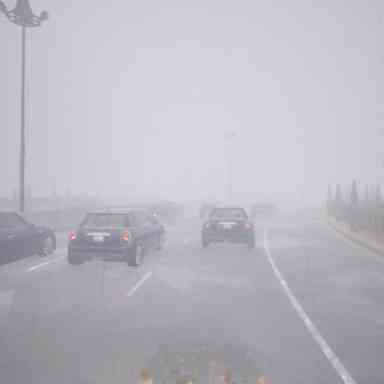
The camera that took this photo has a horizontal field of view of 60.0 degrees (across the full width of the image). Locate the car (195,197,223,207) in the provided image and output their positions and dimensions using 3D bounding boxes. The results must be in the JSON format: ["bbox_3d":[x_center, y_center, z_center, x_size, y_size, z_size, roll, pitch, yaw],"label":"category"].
[{"bbox_3d":[2.760,1.618,53.920,2.033,1.411,5.357,0,0,34],"label":"car"}]

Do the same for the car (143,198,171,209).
[{"bbox_3d":[-4.972,1.607,47.797,1.994,1.385,4.181,0,0,29],"label":"car"}]

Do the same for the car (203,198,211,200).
[{"bbox_3d":[2.082,1.503,29.147,1.837,1.490,4.892,0,0,20],"label":"car"}]

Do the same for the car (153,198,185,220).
[{"bbox_3d":[-2.095,1.498,27.779,1.837,1.490,4.892,0,0,18],"label":"car"}]

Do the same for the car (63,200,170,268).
[{"bbox_3d":[-2.350,1.339,11.511,2.097,1.767,4.553,0,0,8],"label":"car"}]

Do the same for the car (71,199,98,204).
[{"bbox_3d":[-12.774,1.557,39.751,2.033,1.411,5.357,0,0,23],"label":"car"}]

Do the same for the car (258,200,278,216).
[{"bbox_3d":[7.083,1.481,32.310,1.882,1.535,5.008,0,0,23],"label":"car"}]

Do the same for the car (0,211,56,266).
[{"bbox_3d":[-6.078,1.328,10.105,2.097,1.767,4.553,0,0,6],"label":"car"}]

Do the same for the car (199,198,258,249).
[{"bbox_3d":[1.749,1.348,14.914,2.097,1.767,4.553,0,0,10],"label":"car"}]
